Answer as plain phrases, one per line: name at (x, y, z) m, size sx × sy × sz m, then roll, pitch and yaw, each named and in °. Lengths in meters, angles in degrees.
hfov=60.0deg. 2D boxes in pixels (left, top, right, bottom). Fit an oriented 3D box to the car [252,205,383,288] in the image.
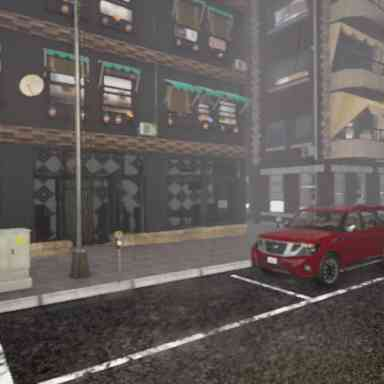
car at (3.959, 1.309, 9.385) m, size 5.009 × 1.841 × 2.192 m, roll 0°, pitch -1°, yaw -35°
